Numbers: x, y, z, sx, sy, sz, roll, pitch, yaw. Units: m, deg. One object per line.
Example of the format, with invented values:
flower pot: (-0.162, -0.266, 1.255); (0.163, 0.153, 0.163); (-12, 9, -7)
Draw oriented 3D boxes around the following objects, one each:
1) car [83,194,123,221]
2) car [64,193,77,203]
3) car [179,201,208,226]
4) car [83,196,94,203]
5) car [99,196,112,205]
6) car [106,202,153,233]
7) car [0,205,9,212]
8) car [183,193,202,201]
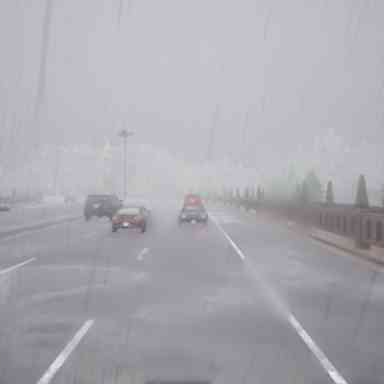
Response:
car: (-6.904, 1.177, 26.664); (2.150, 2.045, 5.566); (0, 0, 0)
car: (-25.050, 1.247, 68.925); (2.150, 2.045, 5.566); (0, 0, -15)
car: (0.096, 1.559, 23.116); (1.895, 1.301, 4.718); (0, 0, 0)
car: (-21.585, 1.569, 69.569); (1.994, 1.385, 4.181); (0, 0, -15)
car: (-15.847, 1.487, 61.001); (1.837, 1.490, 4.892); (0, 0, -10)
car: (-3.404, 1.487, 19.435); (1.812, 1.442, 4.674); (0, 0, 0)
car: (-17.604, 1.554, 28.078); (1.895, 1.301, 4.718); (0, 0, 0)
car: (0.083, 1.175, 41.514); (2.150, 2.045, 5.566); (0, 0, 0)
